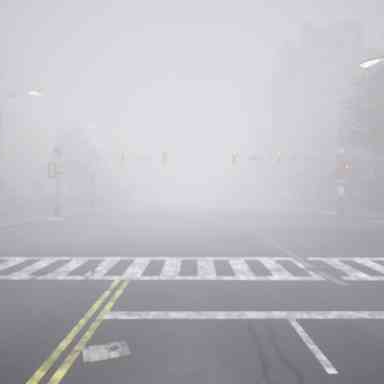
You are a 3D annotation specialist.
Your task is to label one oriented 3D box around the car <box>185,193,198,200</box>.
[{"bbox_3d":[-0.026,1.410,85.677,2.033,1.411,5.357,0,0,0],"label":"car"}]
